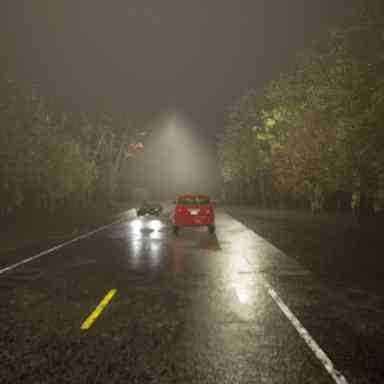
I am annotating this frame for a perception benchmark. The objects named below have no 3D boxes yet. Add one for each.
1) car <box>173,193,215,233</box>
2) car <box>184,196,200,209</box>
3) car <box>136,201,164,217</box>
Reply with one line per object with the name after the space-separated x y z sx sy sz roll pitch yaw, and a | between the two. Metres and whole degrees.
0.100 1.090 18.956 2.150 2.045 5.566 0 0 0 | car
0.012 1.247 40.437 1.812 1.442 4.674 0 0 0 | car
-3.531 1.447 28.391 1.895 1.301 4.718 0 0 0 | car
